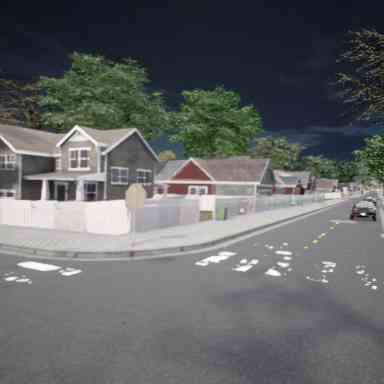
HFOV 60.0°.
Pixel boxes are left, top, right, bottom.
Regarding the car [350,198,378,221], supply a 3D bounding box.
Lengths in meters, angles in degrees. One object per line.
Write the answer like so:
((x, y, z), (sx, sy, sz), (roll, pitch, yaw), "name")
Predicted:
((14.156, 1.494, 27.363), (1.812, 1.442, 4.674), (2, 1, 29), "car")
